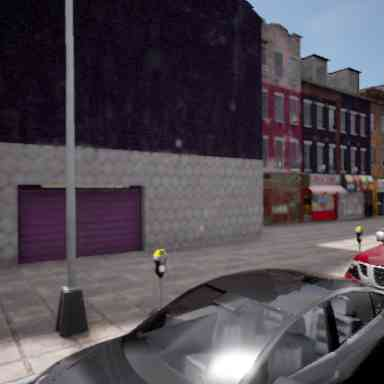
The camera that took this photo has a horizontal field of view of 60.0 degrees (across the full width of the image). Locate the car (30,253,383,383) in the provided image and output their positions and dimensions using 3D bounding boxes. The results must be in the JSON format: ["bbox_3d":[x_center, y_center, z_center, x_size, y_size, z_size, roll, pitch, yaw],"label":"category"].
[{"bbox_3d":[0.627,1.565,3.264,4.313,1.339,1.947,0,0,-36],"label":"car"}]

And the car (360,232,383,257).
[{"bbox_3d":[5.044,1.312,6.418,5.009,1.841,2.192,0,0,-36],"label":"car"}]
